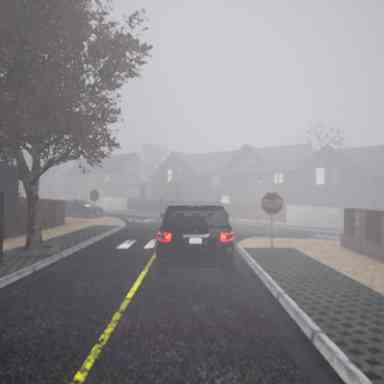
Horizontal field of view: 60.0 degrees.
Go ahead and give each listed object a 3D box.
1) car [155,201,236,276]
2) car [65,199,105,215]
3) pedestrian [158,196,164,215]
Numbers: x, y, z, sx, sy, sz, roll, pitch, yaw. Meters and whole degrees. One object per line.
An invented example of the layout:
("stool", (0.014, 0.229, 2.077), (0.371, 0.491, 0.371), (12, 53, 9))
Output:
("car", (0.107, 1.310, 10.828), (2.150, 2.045, 5.566), (0, 0, 0))
("car", (-10.687, 1.415, 31.272), (5.357, 1.411, 2.033), (2, -1, 32))
("pedestrian", (-3.141, 1.345, 33.467), (0.375, 1.860, 0.375), (-1, -5, 32))
